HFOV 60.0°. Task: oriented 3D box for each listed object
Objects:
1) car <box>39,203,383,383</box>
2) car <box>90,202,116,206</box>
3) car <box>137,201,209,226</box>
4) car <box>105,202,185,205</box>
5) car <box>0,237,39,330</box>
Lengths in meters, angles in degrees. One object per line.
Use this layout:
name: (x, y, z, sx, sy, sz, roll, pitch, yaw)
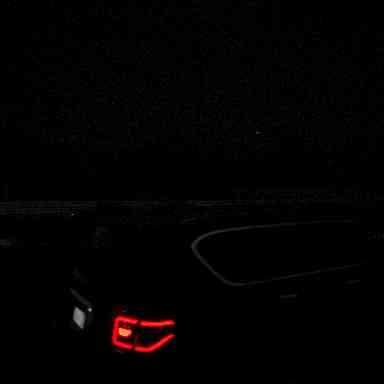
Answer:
car: (1.156, 1.228, 4.573, 5.566, 2.045, 2.150, 0, 0, -36)
car: (-6.752, 1.521, 24.961, 4.892, 1.490, 1.837, 0, 0, -35)
car: (-1.361, 1.516, 24.495, 4.902, 1.511, 2.128, 0, 0, -35)
car: (-2.388, 1.543, 19.476, 4.674, 1.442, 1.812, 0, 0, -35)
car: (-2.946, 1.549, 5.946, 5.357, 1.411, 2.033, 0, 0, -36)
